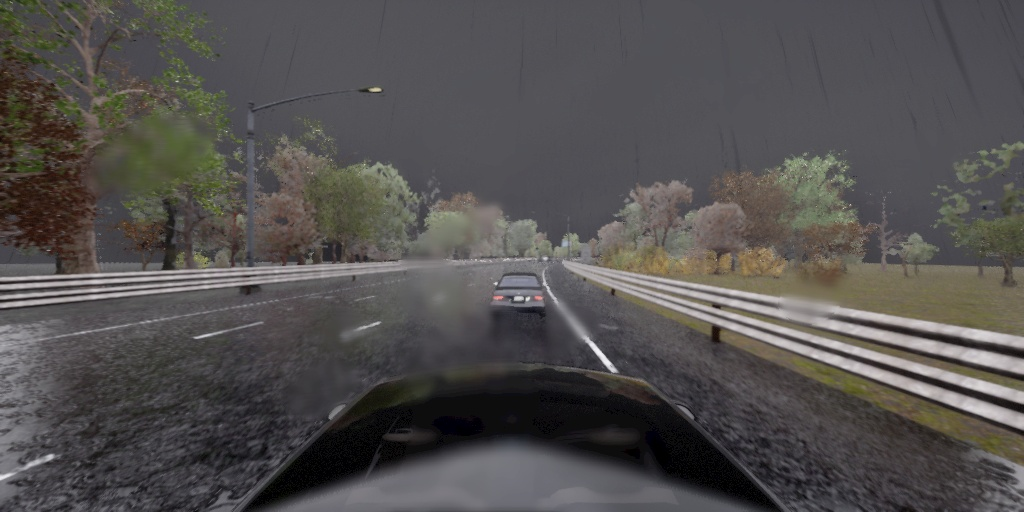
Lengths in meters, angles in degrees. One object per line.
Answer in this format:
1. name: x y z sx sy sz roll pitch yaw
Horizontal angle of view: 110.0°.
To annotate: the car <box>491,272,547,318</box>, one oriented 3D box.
1. car: 0.285 1.302 13.073 2.033 1.411 5.357 0 0 2
